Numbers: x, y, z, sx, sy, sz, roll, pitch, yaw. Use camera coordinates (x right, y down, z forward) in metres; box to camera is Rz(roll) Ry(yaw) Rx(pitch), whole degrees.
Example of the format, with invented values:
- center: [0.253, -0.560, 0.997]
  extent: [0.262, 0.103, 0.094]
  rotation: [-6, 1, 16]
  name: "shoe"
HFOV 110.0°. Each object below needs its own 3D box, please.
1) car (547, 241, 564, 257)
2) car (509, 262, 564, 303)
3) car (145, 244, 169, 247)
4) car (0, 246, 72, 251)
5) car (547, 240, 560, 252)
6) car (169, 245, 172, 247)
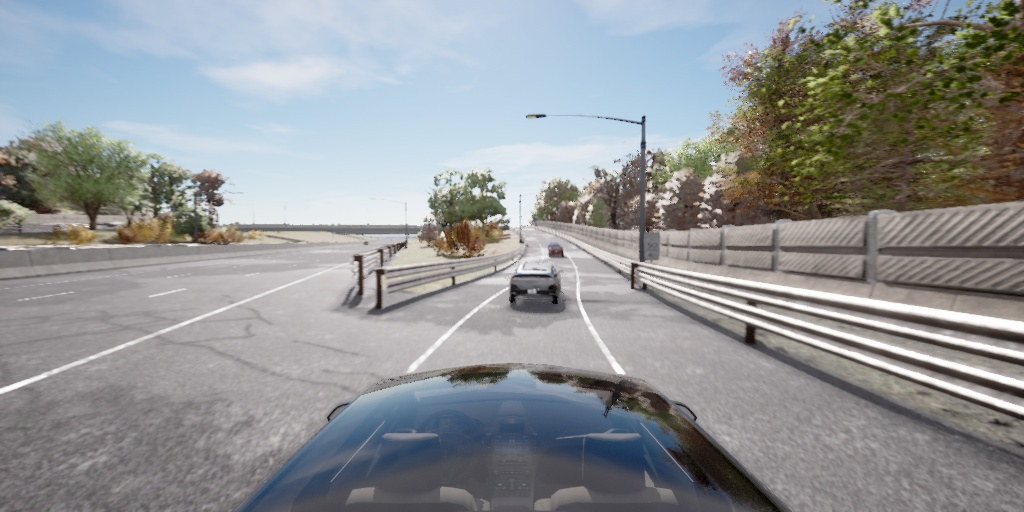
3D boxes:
- center: [6.072, -0.892, 49.735]
  extent: [2.097, 1.767, 4.553]
  rotation: [0, 5, 5]
  name: "car"
- center: [1.070, 0.971, 14.847]
  extent: [2.128, 1.511, 4.902]
  rotation: [0, 1, 9]
  name: "car"
- center: [-40.432, -0.567, 40.699]
  extent: [1.837, 1.490, 4.892]
  rotation: [-1, 2, -15]
  name: "car"
- center: [-32.291, 0.082, 24.755]
  extent: [1.882, 1.535, 5.008]
  rotation: [-1, 3, -16]
  name: "car"
- center: [6.853, -1.692, 59.816]
  extent: [1.882, 1.535, 5.008]
  rotation: [0, 6, 3]
  name: "car"
- center: [-37.129, -0.530, 41.895]
  extent: [1.895, 1.301, 4.718]
  rotation: [-1, 3, -15]
  name: "car"
